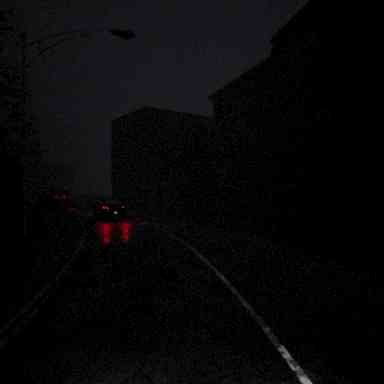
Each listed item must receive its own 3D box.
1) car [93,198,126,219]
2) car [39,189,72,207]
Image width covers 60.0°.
[{"bbox_3d":[-6.258,1.196,25.115,1.812,1.442,4.674,0,1,-25],"label":"car"},{"bbox_3d":[-16.287,0.633,39.611,2.150,2.045,5.566,-1,1,-43],"label":"car"}]
